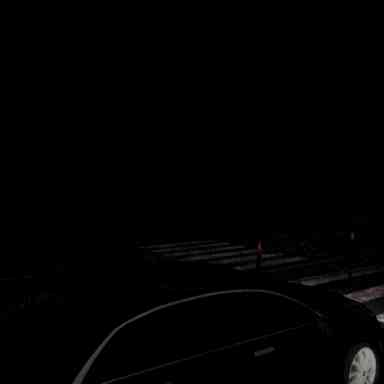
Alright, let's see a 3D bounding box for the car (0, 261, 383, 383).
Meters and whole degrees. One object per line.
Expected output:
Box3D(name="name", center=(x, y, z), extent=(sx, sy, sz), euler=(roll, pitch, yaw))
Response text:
Box3D(name="car", center=(0.063, 1.508, 3.393), extent=(4.892, 1.490, 1.837), euler=(0, 0, -34))
